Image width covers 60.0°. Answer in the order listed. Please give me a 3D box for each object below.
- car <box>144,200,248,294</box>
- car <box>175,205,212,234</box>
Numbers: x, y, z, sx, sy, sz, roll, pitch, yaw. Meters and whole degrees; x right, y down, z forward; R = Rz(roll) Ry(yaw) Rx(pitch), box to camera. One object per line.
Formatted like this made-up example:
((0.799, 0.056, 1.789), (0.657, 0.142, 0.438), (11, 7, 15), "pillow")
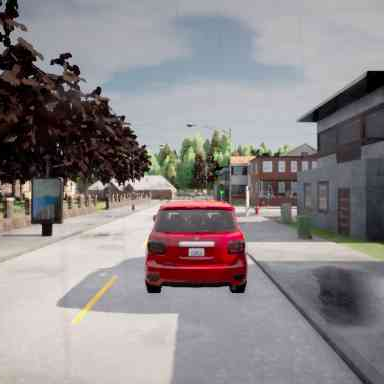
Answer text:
((0.079, 1.221, 8.920), (2.150, 2.045, 5.566), (0, 0, 0), "car")
((0.061, 1.564, 20.106), (1.994, 1.385, 4.181), (0, 0, 0), "car")
